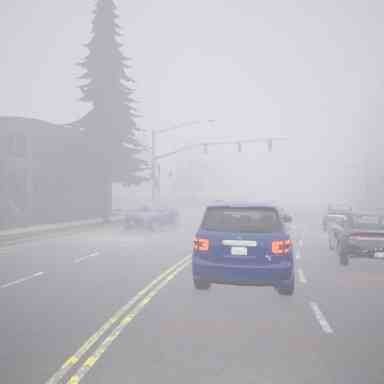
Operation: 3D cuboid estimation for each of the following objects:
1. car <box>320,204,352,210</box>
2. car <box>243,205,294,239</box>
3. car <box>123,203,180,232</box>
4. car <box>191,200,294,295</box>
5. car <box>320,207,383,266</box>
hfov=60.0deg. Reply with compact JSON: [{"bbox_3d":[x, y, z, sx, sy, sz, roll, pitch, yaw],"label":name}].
[{"bbox_3d":[8.863,1.491,20.112,2.128,1.511,4.902,0,0,20],"label":"car"},{"bbox_3d":[4.473,1.547,18.726,2.033,1.411,5.357,0,0,21],"label":"car"},{"bbox_3d":[-2.358,1.478,20.531,1.882,1.535,5.008,0,0,20],"label":"car"},{"bbox_3d":[1.489,1.221,8.990,2.150,2.045,5.566,0,0,13],"label":"car"},{"bbox_3d":[5.800,1.491,11.303,2.128,1.511,4.902,0,0,17],"label":"car"}]
